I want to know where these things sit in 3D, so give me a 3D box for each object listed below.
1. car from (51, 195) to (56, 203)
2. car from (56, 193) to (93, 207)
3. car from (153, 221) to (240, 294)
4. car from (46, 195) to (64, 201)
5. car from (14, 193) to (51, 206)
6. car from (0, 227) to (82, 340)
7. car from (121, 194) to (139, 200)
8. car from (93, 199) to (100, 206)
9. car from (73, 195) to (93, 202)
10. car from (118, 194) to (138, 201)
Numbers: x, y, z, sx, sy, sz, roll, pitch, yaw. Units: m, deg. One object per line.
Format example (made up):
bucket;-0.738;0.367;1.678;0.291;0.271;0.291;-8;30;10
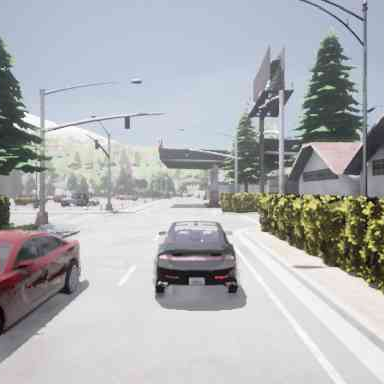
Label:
car;-24.008;1.354;63.360;4.514;1.523;2.007;0;0;0
car;-16.762;1.119;47.657;3.866;1.878;1.905;0;0;0
car;0.101;1.500;8.813;2.128;1.511;4.902;0;0;0
car;-35.082;1.459;85.283;3.806;1.475;1.970;0;0;0
car;-24.649;1.142;50.899;4.605;1.855;1.932;0;0;0
car;-3.573;1.483;5.955;1.882;1.535;5.008;0;0;0
car;-16.486;1.417;88.378;4.514;1.523;2.007;0;0;0
car;-16.170;1.406;50.985;3.806;1.475;1.970;0;0;0
car;-24.022;1.384;73.353;3.633;1.501;1.845;0;0;0
car;-16.415;1.405;85.242;5.027;1.636;2.152;0;0;0
